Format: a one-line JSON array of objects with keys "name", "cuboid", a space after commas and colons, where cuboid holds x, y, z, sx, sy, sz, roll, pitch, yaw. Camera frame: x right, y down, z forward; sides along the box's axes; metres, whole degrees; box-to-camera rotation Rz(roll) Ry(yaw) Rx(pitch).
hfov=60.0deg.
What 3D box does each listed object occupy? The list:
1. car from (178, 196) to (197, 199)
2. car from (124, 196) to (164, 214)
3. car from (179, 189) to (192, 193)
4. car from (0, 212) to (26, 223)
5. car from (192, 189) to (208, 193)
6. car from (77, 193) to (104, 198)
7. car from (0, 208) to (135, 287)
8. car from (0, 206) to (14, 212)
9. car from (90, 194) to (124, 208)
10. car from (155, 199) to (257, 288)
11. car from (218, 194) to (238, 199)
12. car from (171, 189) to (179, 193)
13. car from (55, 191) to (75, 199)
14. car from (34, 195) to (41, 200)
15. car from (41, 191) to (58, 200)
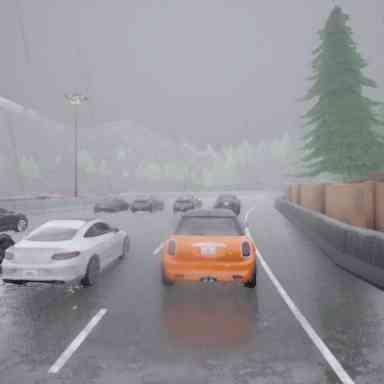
[{"name": "car", "cuboid": [-0.298, 1.104, 29.117, 2.128, 1.511, 4.902, 0, 1, 12]}, {"name": "car", "cuboid": [-3.800, 1.097, 29.448, 2.128, 1.511, 4.902, 0, 1, 11]}, {"name": "car", "cuboid": [-0.709, 0.148, 85.796, 1.812, 1.442, 4.674, 0, 1, 30]}, {"name": "car", "cuboid": [-6.568, 1.443, 8.675, 1.994, 1.385, 4.181, 0, 1, 4]}, {"name": "car", "cuboid": [2.708, -0.006, 84.693, 1.837, 1.490, 4.892, 0, 1, 31]}, {"name": "car", "cuboid": [-13.773, 0.849, 47.713, 2.128, 1.511, 4.902, 0, 1, 17]}, {"name": "car", "cuboid": [-3.048, 1.404, 8.883, 1.812, 1.442, 4.674, 0, 1, 4]}, {"name": "car", "cuboid": [-9.518, 1.296, 15.162, 1.837, 1.490, 4.892, 0, 1, 6]}, {"name": "car", "cuboid": [-7.196, 1.156, 30.299, 1.994, 1.385, 4.181, 0, 1, 12]}, {"name": "car", "cuboid": [0.483, 1.229, 9.076, 2.097, 1.767, 4.553, 0, 1, 4]}, {"name": "car", "cuboid": [3.164, 0.974, 28.553, 2.097, 1.767, 4.553, 0, 1, 12]}, {"name": "car", "cuboid": [-3.707, 0.096, 87.601, 1.837, 1.490, 4.892, 0, 1, 30]}, {"name": "car", "cuboid": [-17.196, 0.945, 48.549, 1.895, 1.301, 4.718, 0, 1, 17]}, {"name": "car", "cuboid": [-22.966, 0.754, 53.424, 1.882, 1.535, 5.008, 0, 1, 18]}, {"name": "car", "cuboid": [-20.144, 0.666, 50.746, 2.097, 1.767, 4.553, 0, 1, 18]}]
